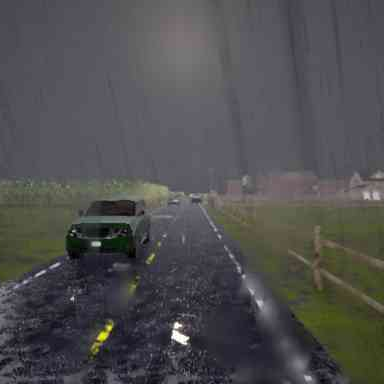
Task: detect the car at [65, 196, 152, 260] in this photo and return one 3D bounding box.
[{"bbox_3d":[-2.851,1.183,12.648,2.150,2.045,5.566,0,0,0],"label":"car"}]

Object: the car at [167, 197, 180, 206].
[{"bbox_3d":[-2.816,1.453,52.020,2.033,1.411,5.357,0,0,0],"label":"car"}]

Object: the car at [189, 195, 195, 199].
[{"bbox_3d":[0.004,1.379,94.006,1.895,1.301,4.718,0,0,0],"label":"car"}]

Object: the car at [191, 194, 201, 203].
[{"bbox_3d":[0.827,1.261,68.520,2.097,1.767,4.553,0,0,0],"label":"car"}]

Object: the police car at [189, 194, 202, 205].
[{"bbox_3d":[0.827,1.332,58.659,1.930,1.638,5.238,0,0,0],"label":"police car"}]

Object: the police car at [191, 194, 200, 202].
[{"bbox_3d":[0.828,1.337,74.659,1.930,1.638,5.238,0,0,0],"label":"police car"}]
